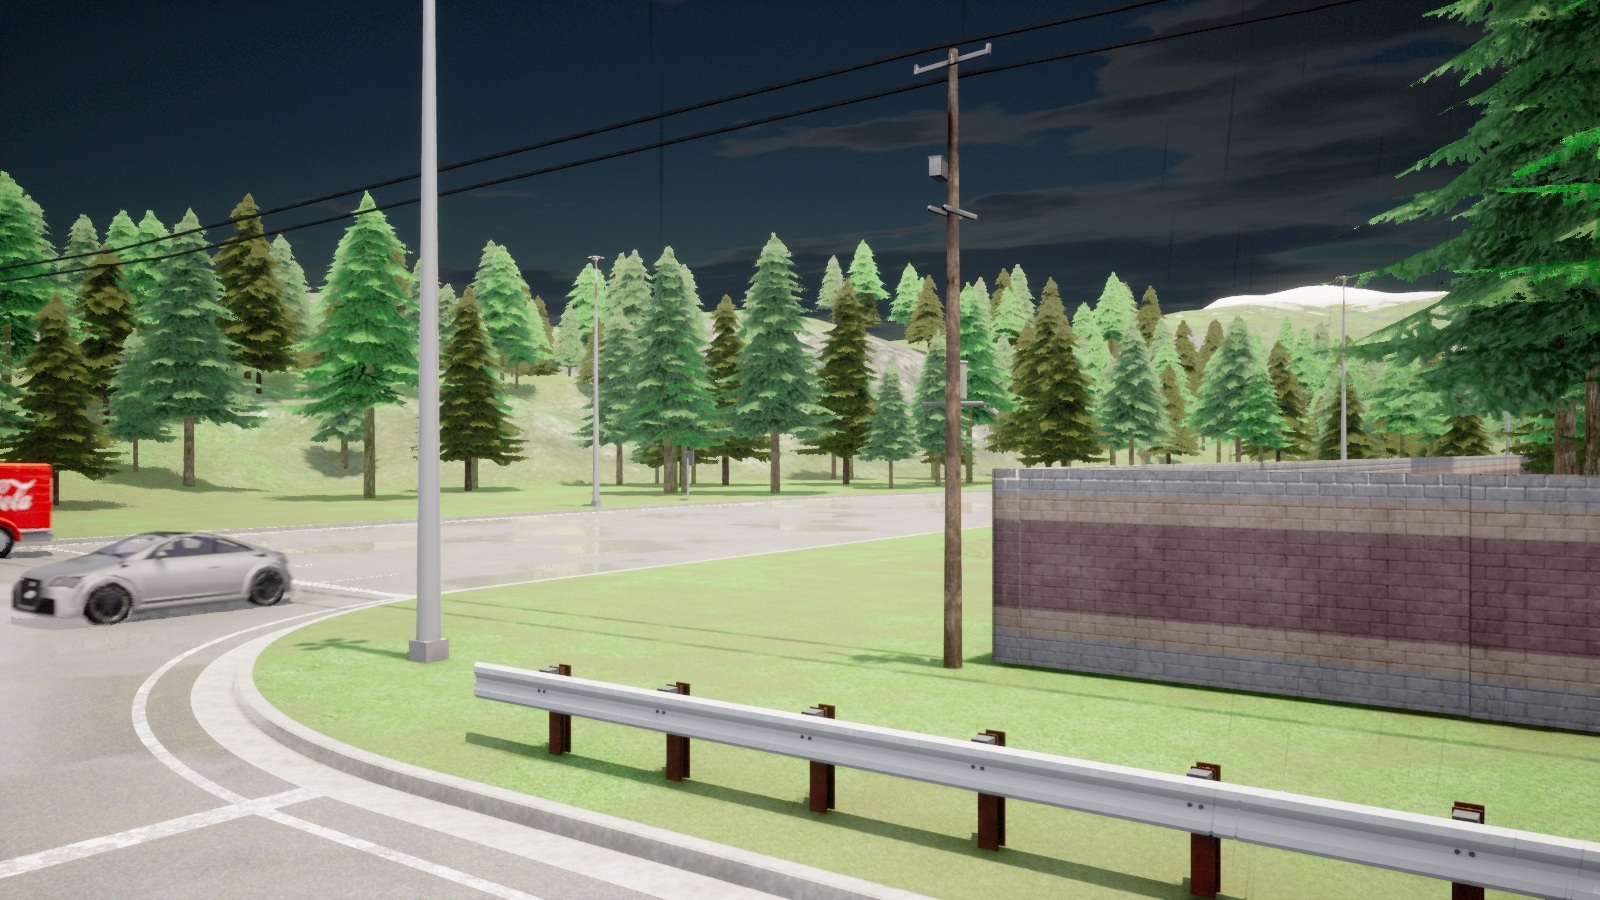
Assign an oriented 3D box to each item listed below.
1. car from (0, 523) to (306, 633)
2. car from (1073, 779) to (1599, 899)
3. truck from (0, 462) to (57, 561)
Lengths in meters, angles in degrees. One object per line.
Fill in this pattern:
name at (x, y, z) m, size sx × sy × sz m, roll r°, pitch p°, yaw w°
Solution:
car at (-11.045, 2.105, 19.727) m, size 1.994 × 1.385 × 4.181 m, roll 0°, pitch 0°, yaw 35°
car at (3.010, 1.982, 1.681) m, size 5.238 × 1.638 × 2.097 m, roll 0°, pitch 0°, yaw 35°
truck at (-21.988, 1.549, 28.493) m, size 2.627 × 2.467 × 5.204 m, roll 0°, pitch 0°, yaw 35°
